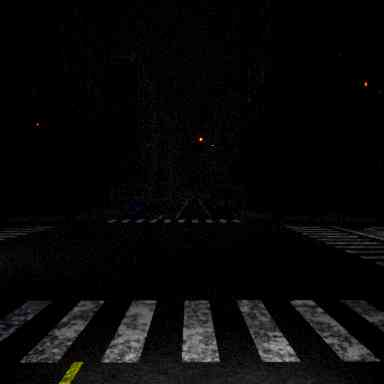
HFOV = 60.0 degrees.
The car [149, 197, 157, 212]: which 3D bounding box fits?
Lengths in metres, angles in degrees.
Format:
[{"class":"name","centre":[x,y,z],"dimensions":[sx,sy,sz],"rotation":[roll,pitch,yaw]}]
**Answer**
[{"class":"car","centre":[-5.650,1.442,39.124],"dimensions":[1.967,1.590,4.097],"rotation":[0,0,0]}]

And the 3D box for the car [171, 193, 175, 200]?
[{"class":"car","centre":[-5.465,1.543,73.133],"dimensions":[1.887,1.381,4.507],"rotation":[0,0,0]}]

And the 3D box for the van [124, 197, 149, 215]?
[{"class":"van","centre":[-5.681,1.343,33.456],"dimensions":[1.690,1.788,3.998],"rotation":[0,0,0]}]

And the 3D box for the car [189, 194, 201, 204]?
[{"class":"car","centre":[0.344,1.565,63.785],"dimensions":[1.994,1.385,4.181],"rotation":[0,0,0]}]

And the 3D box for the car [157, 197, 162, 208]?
[{"class":"car","centre":[-5.619,1.569,44.792],"dimensions":[1.947,1.339,4.313],"rotation":[0,0,0]}]

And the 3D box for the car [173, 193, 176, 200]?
[{"class":"car","centre":[-5.435,1.522,78.631],"dimensions":[1.752,1.417,4.829],"rotation":[0,0,0]}]

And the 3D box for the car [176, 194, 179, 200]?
[{"class":"car","centre":[-5.373,1.306,90.138],"dimensions":[2.192,1.841,5.009],"rotation":[0,0,0]}]

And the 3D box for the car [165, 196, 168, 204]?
[{"class":"car","centre":[-5.558,1.568,56.129],"dimensions":[1.947,1.339,4.313],"rotation":[0,0,0]}]

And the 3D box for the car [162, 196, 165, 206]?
[{"class":"car","centre":[-5.589,1.585,50.460],"dimensions":[1.802,1.307,4.206],"rotation":[0,0,0]}]

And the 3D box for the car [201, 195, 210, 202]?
[{"class":"car","centre":[3.091,1.436,78.765],"dimensions":[1.967,1.590,4.097],"rotation":[0,0,0]}]

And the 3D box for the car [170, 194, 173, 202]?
[{"class":"car","centre":[-5.496,1.566,67.465],"dimensions":[1.947,1.339,4.313],"rotation":[0,0,0]}]

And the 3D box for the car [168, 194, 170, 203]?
[{"class":"car","centre":[-5.528,1.527,61.627],"dimensions":[1.752,1.417,4.829],"rotation":[0,0,0]}]

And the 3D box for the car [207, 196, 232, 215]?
[{"class":"car","centre":[2.845,1.442,33.411],"dimensions":[1.967,1.590,4.097],"rotation":[0,0,0]}]

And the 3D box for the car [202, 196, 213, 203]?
[{"class":"car","centre":[3.030,1.551,67.427],"dimensions":[2.008,1.369,4.403],"rotation":[0,0,0]}]

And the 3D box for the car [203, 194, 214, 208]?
[{"class":"car","centre":[2.906,1.443,44.749],"dimensions":[1.967,1.590,4.097],"rotation":[0,0,0]}]

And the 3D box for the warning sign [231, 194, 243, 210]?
[{"class":"warning sign","centre":[5.278,1.118,39.392],"dimensions":[1.300,1.860,1.060],"rotation":[0,0,0]}]

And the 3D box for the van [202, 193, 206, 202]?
[{"class":"van","centre":[2.968,1.344,56.088],"dimensions":[1.690,1.788,3.998],"rotation":[0,0,0]}]
